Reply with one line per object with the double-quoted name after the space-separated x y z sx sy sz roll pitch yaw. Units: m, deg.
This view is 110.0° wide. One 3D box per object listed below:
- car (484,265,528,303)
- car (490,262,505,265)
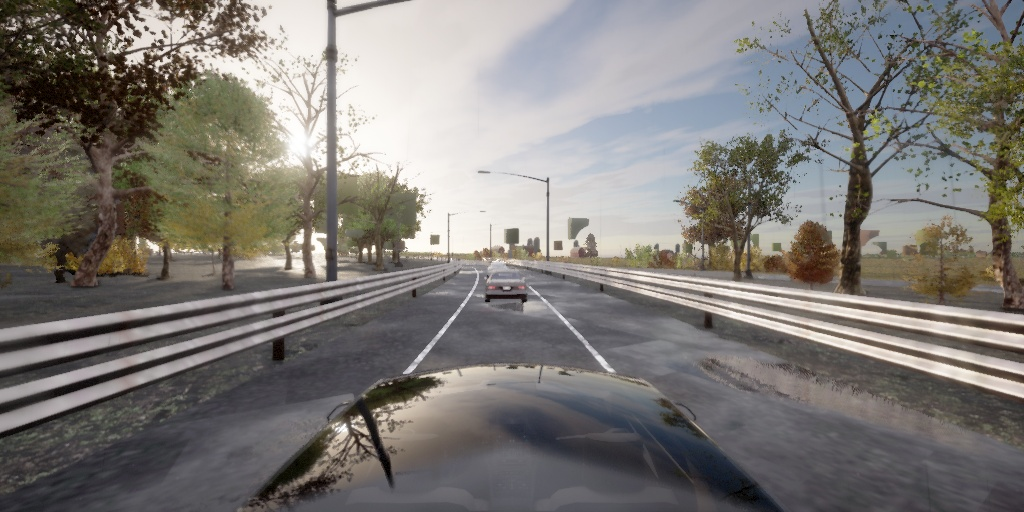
-0.315 1.308 16.605 2.033 1.411 5.357 0 0 -2 "car"
-1.252 1.267 31.647 1.812 1.442 4.674 0 0 -5 "car"
